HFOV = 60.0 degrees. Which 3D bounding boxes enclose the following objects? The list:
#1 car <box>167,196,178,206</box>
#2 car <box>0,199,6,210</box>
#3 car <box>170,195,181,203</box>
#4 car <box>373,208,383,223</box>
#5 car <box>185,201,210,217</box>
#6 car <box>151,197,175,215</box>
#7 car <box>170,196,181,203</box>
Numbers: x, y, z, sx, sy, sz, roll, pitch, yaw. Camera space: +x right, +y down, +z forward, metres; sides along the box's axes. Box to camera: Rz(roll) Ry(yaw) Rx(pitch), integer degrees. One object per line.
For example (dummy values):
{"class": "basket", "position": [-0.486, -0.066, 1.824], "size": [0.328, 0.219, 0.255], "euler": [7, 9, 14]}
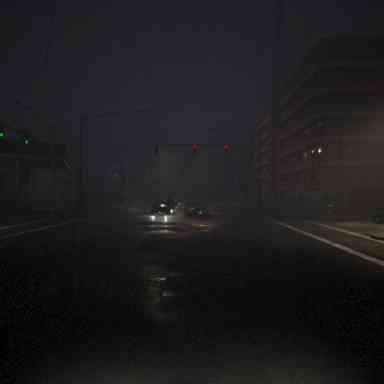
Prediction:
{"class": "car", "position": [-3.249, 1.560, 44.102], "size": [1.994, 1.385, 4.181], "euler": [0, 0, 0]}
{"class": "car", "position": [-24.046, 1.452, 38.922], "size": [3.806, 1.475, 1.970], "euler": [0, 0, 1]}
{"class": "car", "position": [-3.334, 1.348, 54.199], "size": [2.097, 1.767, 4.553], "euler": [0, 0, 0]}
{"class": "car", "position": [15.234, 1.349, 23.280], "size": [4.553, 1.767, 2.097], "euler": [0, 0, 0]}
{"class": "car", "position": [0.457, 1.523, 30.882], "size": [1.812, 1.442, 4.674], "euler": [-1, 0, -7]}
{"class": "car", "position": [-3.168, 1.545, 34.715], "size": [2.033, 1.411, 5.357], "euler": [0, 0, -1]}
{"class": "car", "position": [-3.376, 1.549, 68.816], "size": [1.994, 1.385, 4.181], "euler": [0, 0, 0]}
